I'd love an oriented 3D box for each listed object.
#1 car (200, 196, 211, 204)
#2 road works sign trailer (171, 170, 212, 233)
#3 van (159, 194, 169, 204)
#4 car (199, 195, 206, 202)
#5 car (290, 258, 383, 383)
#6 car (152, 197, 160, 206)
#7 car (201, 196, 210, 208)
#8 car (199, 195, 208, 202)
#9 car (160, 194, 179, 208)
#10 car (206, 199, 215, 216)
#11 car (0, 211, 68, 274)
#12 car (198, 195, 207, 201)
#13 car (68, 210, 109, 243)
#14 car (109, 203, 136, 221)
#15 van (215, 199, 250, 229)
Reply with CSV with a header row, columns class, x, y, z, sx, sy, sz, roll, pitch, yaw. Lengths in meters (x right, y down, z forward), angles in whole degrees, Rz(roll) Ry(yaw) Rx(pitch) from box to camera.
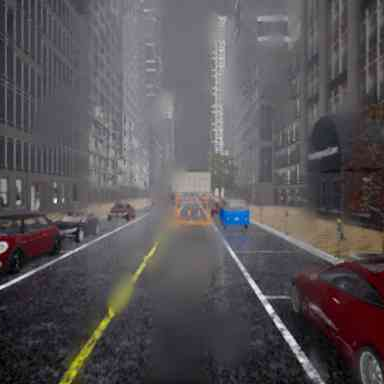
class,x,y,z,sx,sy,sz,roll,pitch,yaw
car,2.663,1.610,67.270,2.008,1.369,4.403,0,0,0
road works sign trailer,-0.008,0.488,19.749,2.380,3.560,2.880,0,0,0
van,-5.718,1.399,67.270,1.690,1.788,3.998,0,0,0
car,2.665,1.610,61.577,2.008,1.369,4.403,0,0,0
car,2.688,1.590,4.654,1.802,1.307,4.206,0,0,0
car,-5.714,1.607,55.885,2.008,1.369,4.403,0,0,0
car,2.669,1.635,50.193,1.802,1.307,4.206,0,0,0
car,2.658,1.493,78.655,1.967,1.590,4.097,0,0,0
car,-3.102,1.275,50.468,2.150,2.045,5.566,0,0,0
car,2.676,1.619,33.115,1.802,1.307,4.206,0,0,0
car,-5.695,1.454,10.346,1.967,1.590,4.097,0,0,0
car,2.656,1.490,84.347,1.967,1.590,4.097,0,0,0
car,-5.697,1.571,16.037,2.008,1.369,4.403,0,0,0
car,-5.702,1.613,27.422,1.802,1.307,4.206,0,0,0
van,2.681,1.367,21.731,1.690,1.788,3.998,0,0,0
